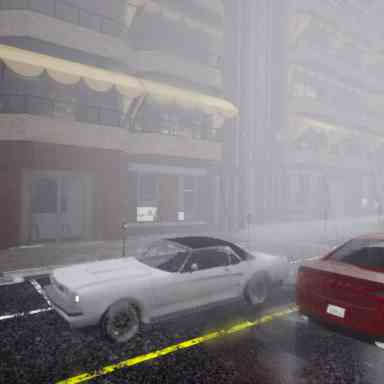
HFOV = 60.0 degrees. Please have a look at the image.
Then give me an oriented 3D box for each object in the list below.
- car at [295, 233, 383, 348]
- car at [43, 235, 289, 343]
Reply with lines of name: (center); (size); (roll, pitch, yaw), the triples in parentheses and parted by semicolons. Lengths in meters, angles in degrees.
car: (3.987, 1.481, 6.003); (5.008, 1.535, 1.882); (0, 0, -35)
car: (-0.298, 1.603, 6.570); (4.718, 1.301, 1.895); (0, 0, -36)
